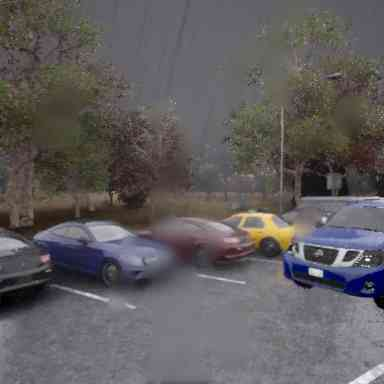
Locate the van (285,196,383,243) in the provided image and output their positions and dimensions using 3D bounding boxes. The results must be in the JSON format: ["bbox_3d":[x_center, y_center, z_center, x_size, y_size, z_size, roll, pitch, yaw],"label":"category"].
[{"bbox_3d":[7.008,1.218,16.112,4.442,1.987,1.878,-1,0,36],"label":"van"}]

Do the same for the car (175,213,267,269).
[{"bbox_3d":[-0.225,1.512,10.981,4.674,1.452,2.002,-1,0,35],"label":"car"}]

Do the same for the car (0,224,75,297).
[{"bbox_3d":[-5.054,1.524,7.587,4.674,1.452,2.002,-1,0,34],"label":"car"}]

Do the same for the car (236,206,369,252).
[{"bbox_3d":[4.658,1.454,14.364,5.008,1.535,2.097,-1,0,35],"label":"car"}]

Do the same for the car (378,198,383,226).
[{"bbox_3d":[14.532,1.273,20.996,4.553,1.767,2.185,-1,0,36],"label":"car"}]

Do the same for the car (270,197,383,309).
[{"bbox_3d":[4.671,1.200,8.030,5.566,2.045,2.150,0,0,-35],"label":"car"}]

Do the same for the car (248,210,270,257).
[{"bbox_3d":[2.057,1.463,12.792,5.366,1.575,1.946,-1,0,35],"label":"car"}]

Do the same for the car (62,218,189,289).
[{"bbox_3d":[-2.630,1.518,9.276,4.674,1.452,2.002,0,0,35],"label":"car"}]

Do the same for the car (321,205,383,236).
[{"bbox_3d":[9.570,1.469,17.713,4.674,1.452,2.002,-1,-1,36],"label":"car"}]
